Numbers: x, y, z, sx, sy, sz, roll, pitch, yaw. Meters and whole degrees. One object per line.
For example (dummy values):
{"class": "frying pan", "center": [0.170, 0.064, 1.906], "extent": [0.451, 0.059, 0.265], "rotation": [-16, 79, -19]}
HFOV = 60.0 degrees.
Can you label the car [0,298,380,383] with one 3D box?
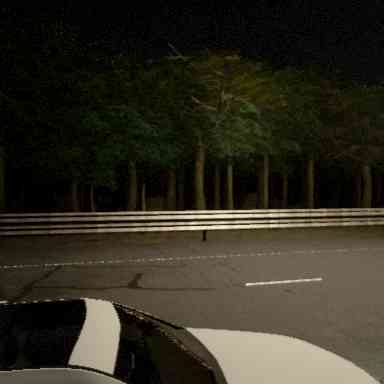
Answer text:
{"class": "car", "center": [-0.796, 1.526, 2.128], "extent": [4.674, 1.442, 1.812], "rotation": [0, 0, -14]}
